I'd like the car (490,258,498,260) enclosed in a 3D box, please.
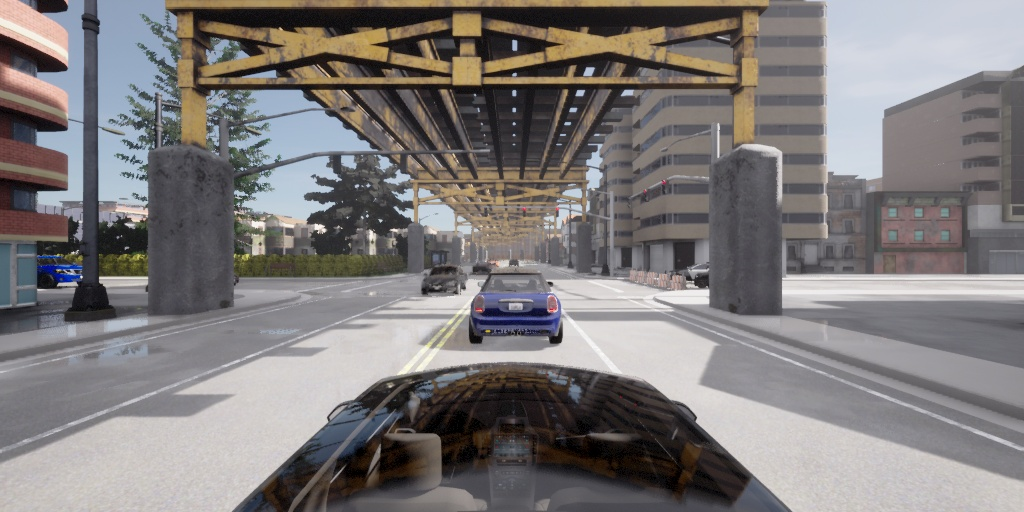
[{"bbox_3d":[-3.287,1.100,62.943,2.097,1.767,4.553,0,0,0],"label":"car"}]

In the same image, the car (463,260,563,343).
[{"bbox_3d":[0.102,1.102,9.794,2.097,1.767,4.553,0,0,1],"label":"car"}]

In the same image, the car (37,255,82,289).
[{"bbox_3d":[-29.647,0.971,22.512,5.566,2.045,2.150,0,0,0],"label":"car"}]

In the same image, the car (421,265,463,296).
[{"bbox_3d":[-3.539,1.255,19.371,1.837,1.490,4.892,0,0,0],"label":"car"}]

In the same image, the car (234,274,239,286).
[{"bbox_3d":[-19.785,1.276,22.452,4.674,1.442,1.812,0,0,0],"label":"car"}]
